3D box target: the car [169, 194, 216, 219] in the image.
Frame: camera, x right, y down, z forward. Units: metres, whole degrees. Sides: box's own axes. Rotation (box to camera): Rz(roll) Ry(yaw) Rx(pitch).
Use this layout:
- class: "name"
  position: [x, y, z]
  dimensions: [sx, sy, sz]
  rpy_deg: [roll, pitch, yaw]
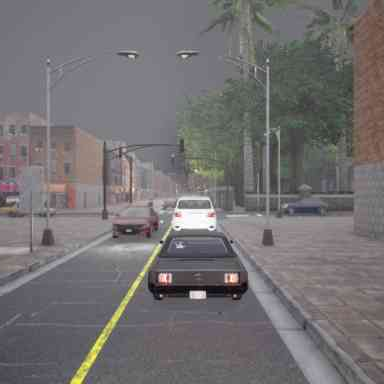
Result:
- class: "car"
  position: [0.128, 1.232, 18.095]
  dimensions: [2.150, 2.045, 5.566]
  rpy_deg: [0, 0, 0]

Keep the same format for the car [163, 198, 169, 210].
- class: "car"
  position: [-2.791, 1.569, 44.546]
  dimensions: [1.812, 1.442, 4.674]
  rpy_deg: [0, 0, 0]

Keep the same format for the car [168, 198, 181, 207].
- class: "car"
  position: [-2.773, 1.657, 53.722]
  dimensions: [1.895, 1.301, 4.718]
  rpy_deg: [0, 0, 0]

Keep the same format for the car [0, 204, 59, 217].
- class: "car"
  position: [-14.403, 1.576, 29.664]
  dimensions: [4.829, 1.417, 1.752]
  rpy_deg: [0, 0, 0]

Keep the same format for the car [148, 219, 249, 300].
- class: "car"
  position: [0.111, 1.604, 8.330]
  dimensions: [1.895, 1.301, 4.718]
  rpy_deg: [0, 0, 0]

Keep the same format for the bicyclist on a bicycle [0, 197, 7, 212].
- class: "bicyclist on a bicycle"
  position: [-20.098, 1.377, 35.312]
  dimensions: [0.582, 1.620, 1.656]
  rpy_deg: [0, 0, 0]

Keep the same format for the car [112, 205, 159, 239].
- class: "car"
  position: [-2.880, 1.488, 17.680]
  dimensions: [1.882, 1.535, 5.008]
  rpy_deg: [0, 0, 0]

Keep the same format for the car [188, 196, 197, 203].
- class: "car"
  position: [0.095, 1.611, 74.411]
  dimensions: [2.128, 1.511, 4.902]
  rpy_deg: [0, 0, 0]

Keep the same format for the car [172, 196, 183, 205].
- class: "car"
  position: [-2.724, 1.547, 63.835]
  dimensions: [1.882, 1.535, 5.008]
  rpy_deg: [0, 0, 1]

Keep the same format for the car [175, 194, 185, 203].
- class: "car"
  position: [-2.656, 1.414, 73.970]
  dimensions: [2.097, 1.767, 4.553]
  rpy_deg: [0, 0, 0]

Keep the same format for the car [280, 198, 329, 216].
- class: "car"
  position: [10.766, 1.347, 32.384]
  dimensions: [4.553, 1.767, 2.097]
  rpy_deg: [0, 0, -1]

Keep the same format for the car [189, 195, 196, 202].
- class: "car"
  position: [0.107, 1.618, 84.574]
  dimensions: [1.837, 1.490, 4.892]
  rpy_deg: [0, 0, 0]
